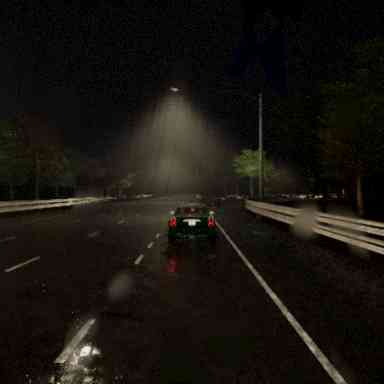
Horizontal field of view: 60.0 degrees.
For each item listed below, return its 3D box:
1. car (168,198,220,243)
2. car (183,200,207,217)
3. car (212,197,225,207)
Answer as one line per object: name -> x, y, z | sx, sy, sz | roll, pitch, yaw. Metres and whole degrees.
car -> 0.002, 1.338, 16.021 | 2.097, 1.767, 4.553 | 0, 0, 0
car -> 0.350, 1.540, 31.306 | 1.994, 1.385, 4.181 | 0, 0, 5
car -> 3.533, 1.491, 48.901 | 1.812, 1.442, 4.674 | 0, 0, 16
